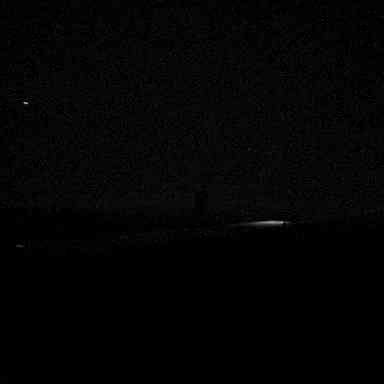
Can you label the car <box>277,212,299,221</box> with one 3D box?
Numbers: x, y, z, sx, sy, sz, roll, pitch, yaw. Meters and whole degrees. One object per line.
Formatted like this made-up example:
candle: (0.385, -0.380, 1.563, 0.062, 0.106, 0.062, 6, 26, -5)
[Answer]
car: (14.362, 3.615, 49.649, 1.895, 1.301, 4.718, -2, -3, 35)
